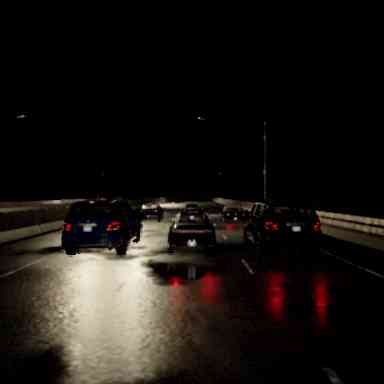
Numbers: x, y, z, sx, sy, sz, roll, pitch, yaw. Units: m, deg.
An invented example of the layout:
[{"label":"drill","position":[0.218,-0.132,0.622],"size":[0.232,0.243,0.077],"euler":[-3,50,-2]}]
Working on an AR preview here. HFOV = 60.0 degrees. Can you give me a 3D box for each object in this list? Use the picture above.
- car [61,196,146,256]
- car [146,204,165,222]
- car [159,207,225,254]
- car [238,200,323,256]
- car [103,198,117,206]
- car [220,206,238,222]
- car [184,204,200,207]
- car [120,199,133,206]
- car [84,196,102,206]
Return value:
[{"label":"car","position":[-3.499,1.347,13.826],"size":[2.150,2.045,5.566],"euler":[0,0,0]},{"label":"car","position":[-3.497,1.765,29.077],"size":[2.128,1.511,4.902],"euler":[0,0,0]},{"label":"car","position":[0.003,1.625,14.084],"size":[2.128,1.511,4.902],"euler":[0,0,0]},{"label":"car","position":[3.501,1.346,13.814],"size":[2.150,2.045,5.566],"euler":[0,0,0]},{"label":"car","position":[-17.501,2.151,71.002],"size":[1.837,1.490,4.892],"euler":[0,-1,0]},{"label":"car","position":[3.501,1.871,28.884],"size":[1.895,1.301,4.718],"euler":[0,0,0]},{"label":"car","position":[0.003,1.781,29.094],"size":[1.837,1.490,4.892],"euler":[0,0,0]},{"label":"car","position":[-14.001,2.245,70.972],"size":[1.895,1.301,4.718],"euler":[0,-1,0]},{"label":"car","position":[-21.001,1.876,70.975],"size":[2.150,2.045,5.566],"euler":[0,-1,0]}]
